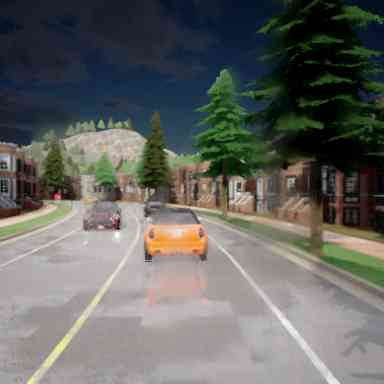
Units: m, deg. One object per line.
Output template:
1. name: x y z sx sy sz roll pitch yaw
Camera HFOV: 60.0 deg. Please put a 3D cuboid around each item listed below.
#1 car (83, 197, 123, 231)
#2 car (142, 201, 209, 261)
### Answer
1. car: -5.445 1.379 20.790 2.097 1.767 4.553 0 0 -9
2. car: -0.675 1.363 12.571 2.097 1.767 4.553 0 0 -5
